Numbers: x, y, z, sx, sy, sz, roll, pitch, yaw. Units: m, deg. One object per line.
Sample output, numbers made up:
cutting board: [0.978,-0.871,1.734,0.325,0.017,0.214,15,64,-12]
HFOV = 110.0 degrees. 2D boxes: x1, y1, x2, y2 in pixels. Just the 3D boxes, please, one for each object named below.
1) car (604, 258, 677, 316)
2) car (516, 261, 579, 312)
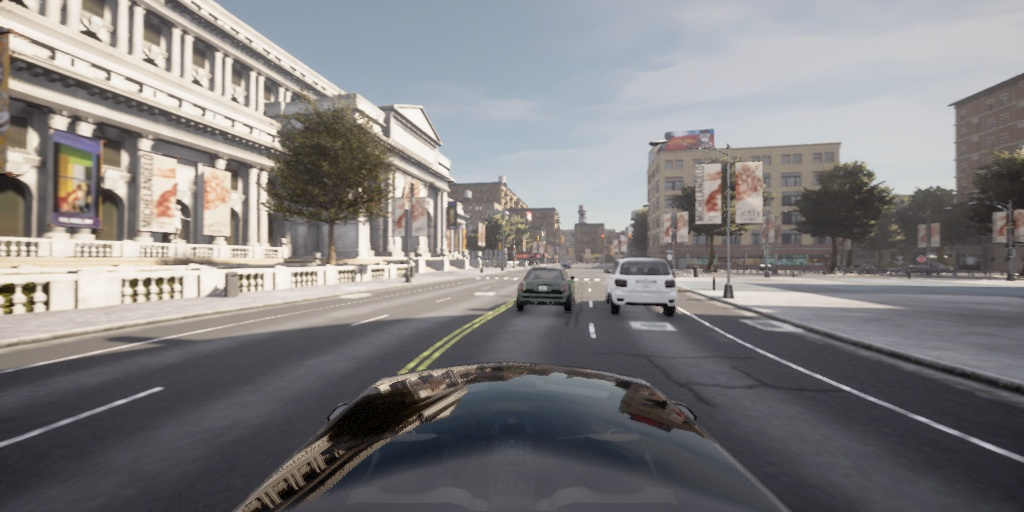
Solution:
car: [4.978,1.101,14.426,2.150,2.045,5.566,0,0,12]
car: [1.576,1.230,15.247,2.097,1.767,4.553,0,-1,12]
